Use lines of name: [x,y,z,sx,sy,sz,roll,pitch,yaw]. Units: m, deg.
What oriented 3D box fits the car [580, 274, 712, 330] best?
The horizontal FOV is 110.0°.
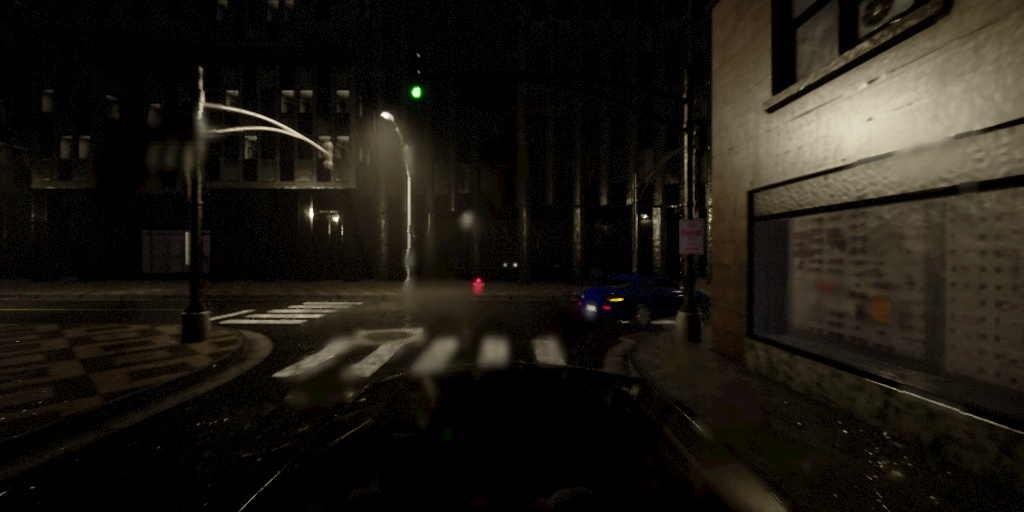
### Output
car: [4.203,1.293,11.189,4.674,1.442,1.812,0,-1,-31]
